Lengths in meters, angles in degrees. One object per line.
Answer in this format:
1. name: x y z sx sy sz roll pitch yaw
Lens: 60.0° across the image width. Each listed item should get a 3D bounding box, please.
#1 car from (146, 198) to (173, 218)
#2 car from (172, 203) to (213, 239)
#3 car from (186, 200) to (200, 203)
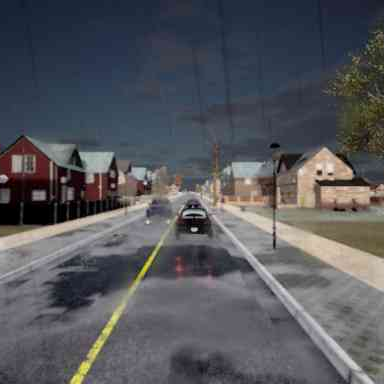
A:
1. car: -2.810 1.357 29.619 2.097 1.767 4.553 0 0 0
2. car: 0.101 1.531 17.389 1.812 1.442 4.674 0 0 0
3. car: 0.100 1.554 36.163 2.033 1.411 5.357 0 0 0
